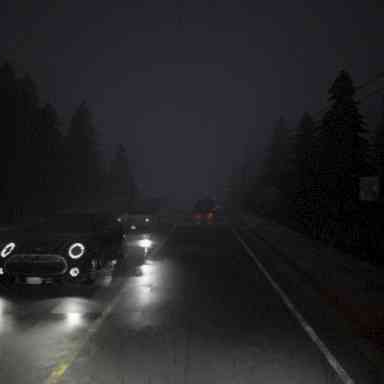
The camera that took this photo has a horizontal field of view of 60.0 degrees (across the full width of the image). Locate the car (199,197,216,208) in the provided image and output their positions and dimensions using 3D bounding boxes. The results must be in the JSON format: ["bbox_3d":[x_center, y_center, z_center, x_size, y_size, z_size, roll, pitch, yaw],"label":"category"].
[{"bbox_3d":[2.160,1.404,46.290,1.994,1.385,4.181,0,0,8],"label":"car"}]

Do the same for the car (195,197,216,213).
[{"bbox_3d":[1.284,1.369,34.725,2.128,1.511,4.902,0,0,3],"label":"car"}]

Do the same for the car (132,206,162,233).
[{"bbox_3d":[-2.966,1.521,19.400,1.895,1.301,4.718,0,0,2],"label":"car"}]

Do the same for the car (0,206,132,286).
[{"bbox_3d":[-3.314,1.306,9.386,2.097,1.767,4.553,0,0,2],"label":"car"}]
